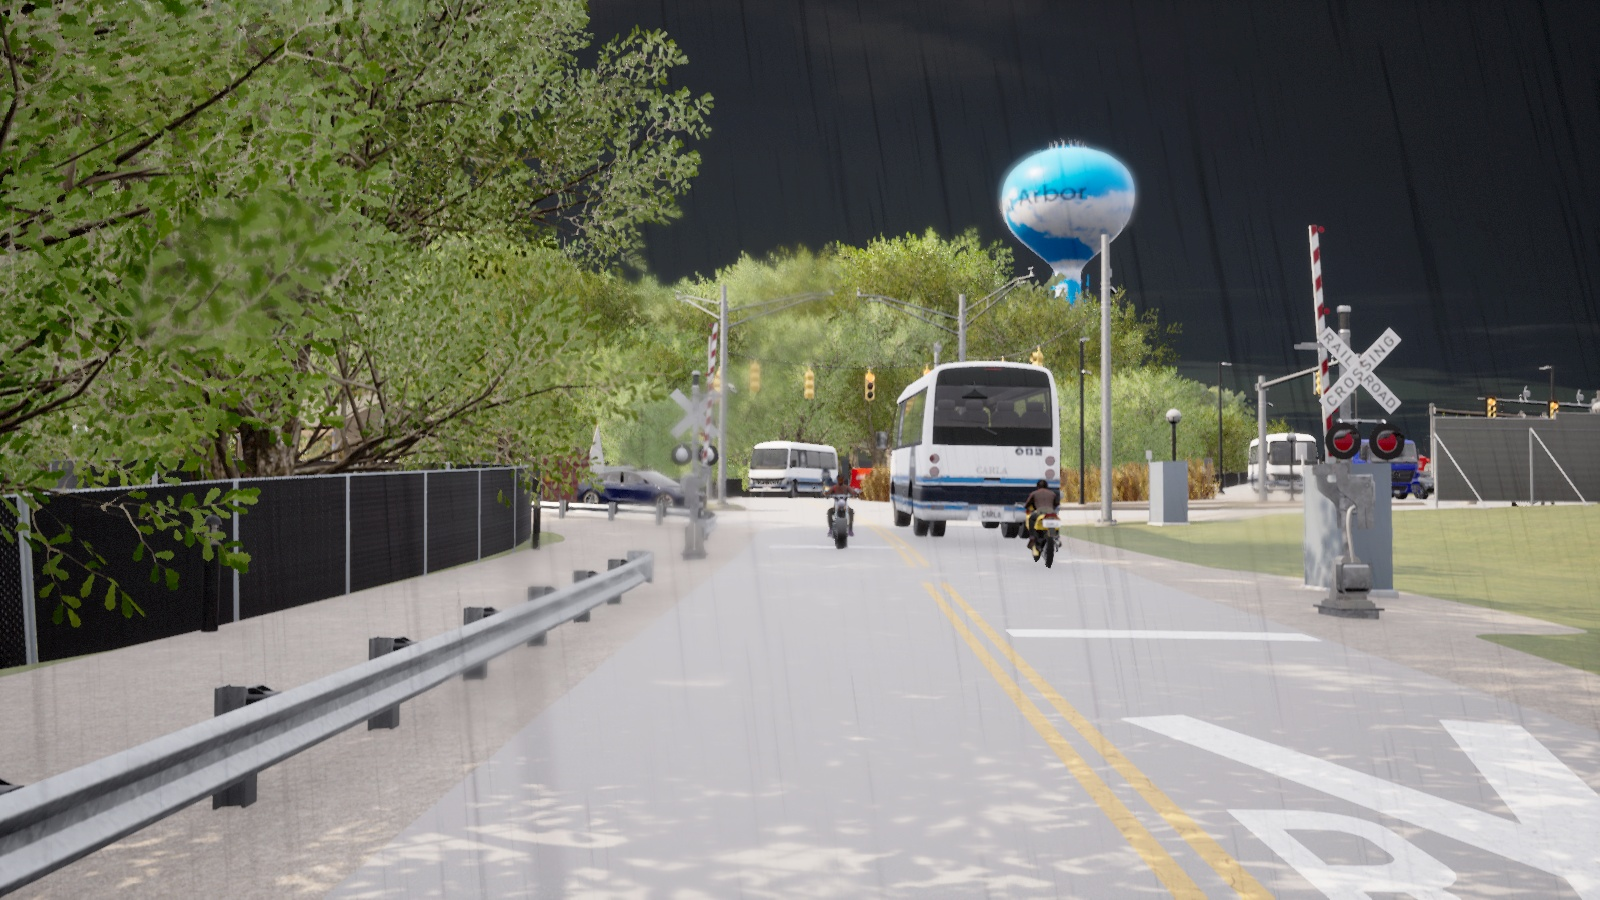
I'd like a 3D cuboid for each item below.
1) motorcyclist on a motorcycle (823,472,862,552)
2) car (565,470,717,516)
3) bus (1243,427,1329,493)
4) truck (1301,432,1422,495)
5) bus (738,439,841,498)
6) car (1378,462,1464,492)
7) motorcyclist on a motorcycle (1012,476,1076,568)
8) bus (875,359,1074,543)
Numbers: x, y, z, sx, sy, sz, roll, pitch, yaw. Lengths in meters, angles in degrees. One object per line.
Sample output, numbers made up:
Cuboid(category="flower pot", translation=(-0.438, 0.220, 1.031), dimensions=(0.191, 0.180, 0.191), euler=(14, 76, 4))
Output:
Cuboid(category="motorcyclist on a motorcycle", translation=(0.903, 1.300, 27.219), dimensions=(0.766, 1.649, 2.350), euler=(0, -1, 0))
Cuboid(category="car", translation=(-5.469, 1.444, 43.212), dimensions=(4.792, 1.488, 2.163), euler=(0, -2, 28))
Cuboid(category="bus", translation=(33.057, 0.820, 85.943), dimensions=(3.944, 4.253, 10.273), euler=(0, -2, 12))
Cuboid(category="truck", translation=(32.445, 0.804, 72.948), dimensions=(2.891, 3.462, 7.936), euler=(0, -1, -5))
Cuboid(category="bus", translation=(-0.621, 1.554, 96.069), dimensions=(3.944, 4.253, 10.273), euler=(-1, -2, 24))
Cuboid(category="car", translation=(36.095, 1.576, 73.144), dimensions=(2.152, 1.651, 5.027), euler=(0, -1, -5))
Cuboid(category="motorcyclist on a motorcycle", translation=(4.283, 1.237, 22.174), dimensions=(0.797, 1.523, 2.044), euler=(0, -1, 2))
Cuboid(category="bus", translation=(4.381, 0.100, 34.391), dimensions=(3.944, 4.253, 10.273), euler=(1, -1, 0))
